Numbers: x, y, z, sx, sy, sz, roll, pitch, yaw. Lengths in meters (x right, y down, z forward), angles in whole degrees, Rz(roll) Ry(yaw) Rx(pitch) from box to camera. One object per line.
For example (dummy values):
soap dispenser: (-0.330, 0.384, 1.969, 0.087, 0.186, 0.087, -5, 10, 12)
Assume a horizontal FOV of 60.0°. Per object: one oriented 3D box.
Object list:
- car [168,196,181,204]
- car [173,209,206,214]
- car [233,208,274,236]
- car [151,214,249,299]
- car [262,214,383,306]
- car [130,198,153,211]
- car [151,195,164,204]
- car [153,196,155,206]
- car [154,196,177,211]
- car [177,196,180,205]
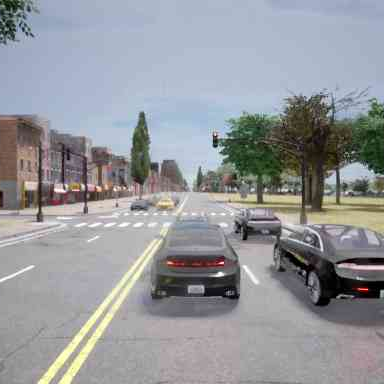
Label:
car: (-3.325, 1.494, 64.140, 2.033, 1.411, 5.357, 0, 1, 0)
car: (0.045, 1.689, 17.771, 1.895, 1.301, 4.718, 0, 0, 0)
car: (3.290, 1.576, 17.236, 2.128, 1.511, 4.902, 0, 0, 0)
car: (0.078, 1.531, 8.466, 1.837, 1.490, 4.892, 0, 0, 0)
car: (3.327, 1.515, 8.026, 2.128, 1.511, 4.902, 0, 0, 0)
car: (-6.616, 1.678, 42.493, 1.994, 1.385, 4.181, 0, 0, 0)
car: (-6.575, 1.440, 63.842, 2.128, 1.511, 4.902, 0, 1, 0)
car: (-6.616, 1.590, 53.356, 2.033, 1.411, 5.357, 0, 0, 0)
car: (-3.368, 1.589, 43.047, 1.882, 1.535, 5.008, 0, 0, 1)
car: (-3.362, 1.605, 53.556, 1.994, 1.385, 4.181, 0, 0, 0)
